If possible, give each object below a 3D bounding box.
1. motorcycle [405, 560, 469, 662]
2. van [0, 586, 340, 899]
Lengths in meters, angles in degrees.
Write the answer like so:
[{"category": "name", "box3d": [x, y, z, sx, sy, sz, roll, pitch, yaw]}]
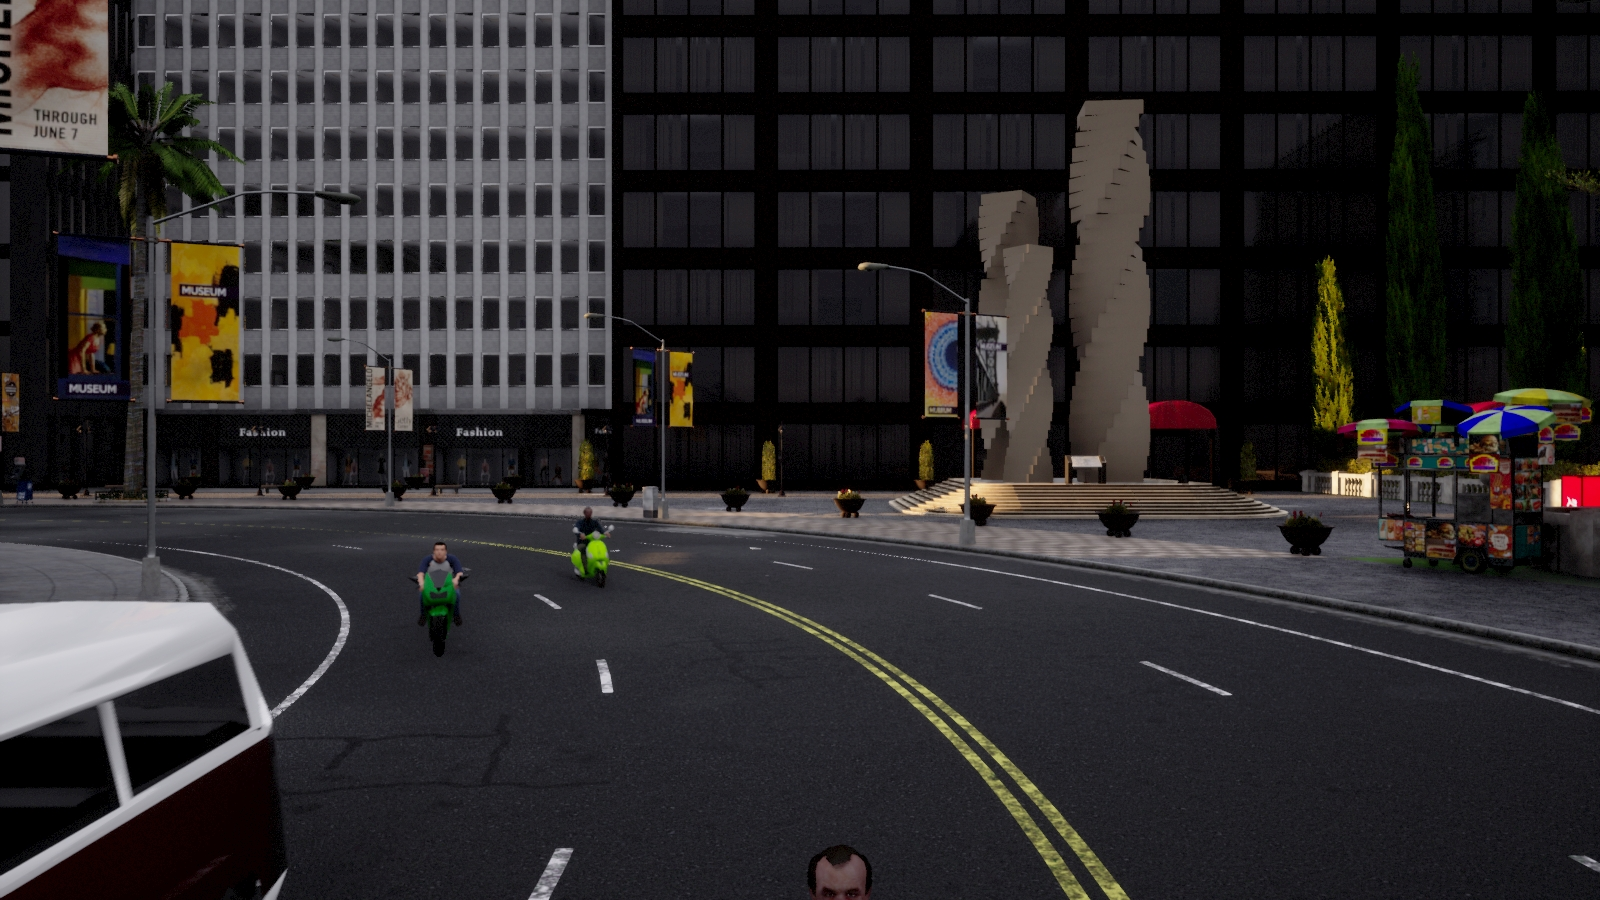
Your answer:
[{"category": "motorcycle", "box3d": [-5.072, 2.215, 16.047, 0.803, 1.145, 2.033, 0, -1, -16]}, {"category": "van", "box3d": [-3.560, 1.782, 4.162, 2.069, 2.038, 4.480, 0, 0, -2]}]
